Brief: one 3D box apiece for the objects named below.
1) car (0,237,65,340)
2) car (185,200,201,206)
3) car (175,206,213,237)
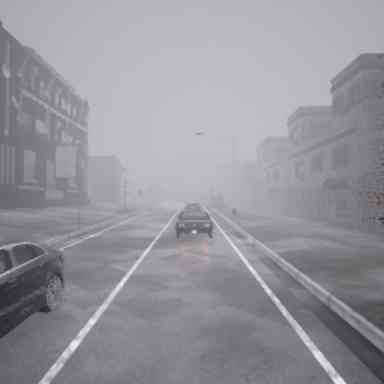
[{"bbox_3d":[-3.496,1.507,4.891,2.128,1.511,4.902,0,0,0],"label":"car"},{"bbox_3d":[0.136,1.651,40.601,1.812,1.442,4.674,0,0,0],"label":"car"},{"bbox_3d":[0.116,1.658,18.408,1.895,1.301,4.718,0,0,0],"label":"car"}]
